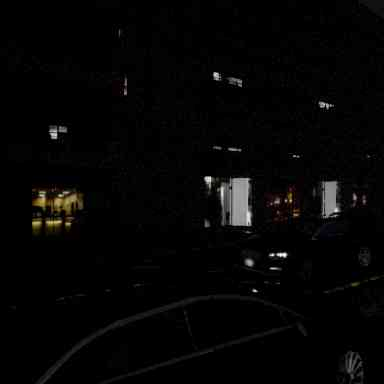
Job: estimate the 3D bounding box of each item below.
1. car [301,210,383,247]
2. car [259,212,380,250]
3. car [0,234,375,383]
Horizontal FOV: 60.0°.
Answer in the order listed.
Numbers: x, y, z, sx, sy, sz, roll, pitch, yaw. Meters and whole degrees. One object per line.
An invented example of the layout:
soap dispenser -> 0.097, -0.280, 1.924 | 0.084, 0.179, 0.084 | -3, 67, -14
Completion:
car -> 7.172, 1.583, 15.538 | 4.206, 1.307, 1.802 | 0, 0, -35
car -> 3.420, 1.492, 9.682 | 4.902, 1.511, 2.128 | 0, 0, -36
car -> -0.165, 1.491, 3.193 | 4.902, 1.511, 2.128 | 0, 0, -35
